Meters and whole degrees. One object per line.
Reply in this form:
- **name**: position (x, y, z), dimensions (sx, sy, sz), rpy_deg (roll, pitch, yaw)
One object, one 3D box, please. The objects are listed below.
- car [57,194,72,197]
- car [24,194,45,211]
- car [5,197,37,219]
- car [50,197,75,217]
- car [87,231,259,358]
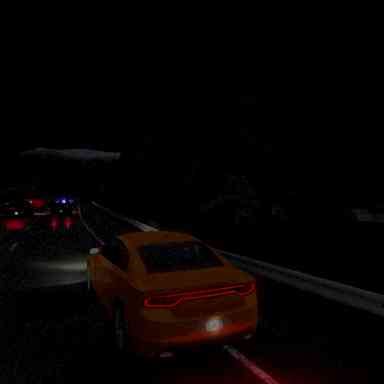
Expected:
- **car**: position (-15.783, 1.221, 41.285), dimensions (2.150, 2.045, 5.566), rpy_deg (0, 0, -19)
- **car**: position (-18.874, 1.221, 39.683), dimensions (2.150, 2.045, 5.566), rpy_deg (0, 0, -19)
- **car**: position (-15.370, 1.505, 29.822), dimensions (1.837, 1.490, 4.892), rpy_deg (0, 0, -20)
- **car**: position (-12.270, 1.492, 31.412), dimensions (2.128, 1.511, 4.902), rpy_deg (0, 0, -19)
- **car**: position (-0.780, 1.478, 6.321), dimensions (1.882, 1.535, 5.008), rpy_deg (0, 0, -25)
